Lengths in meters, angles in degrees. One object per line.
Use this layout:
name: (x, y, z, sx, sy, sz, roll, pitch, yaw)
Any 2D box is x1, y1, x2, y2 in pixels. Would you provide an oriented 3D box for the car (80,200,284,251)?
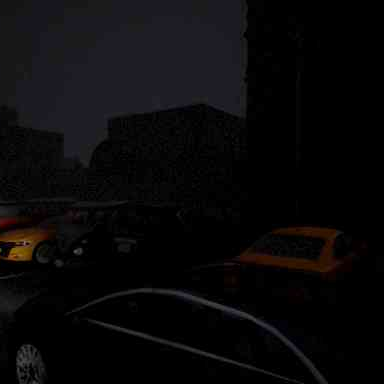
car: (0.202, 1.227, 8.843, 2.435, 2.045, 5.566, 0, 0, 35)

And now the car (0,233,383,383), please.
car: (0.046, 1.491, 3.345, 4.902, 1.511, 2.128, 0, 0, 35)

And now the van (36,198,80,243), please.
van: (-2.128, 1.251, 10.326, 1.878, 1.987, 4.442, 0, 0, 35)

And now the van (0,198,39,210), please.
van: (-6.484, 1.247, 13.717, 1.878, 1.987, 4.442, 0, 0, 35)

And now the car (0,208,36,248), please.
car: (-4.303, 1.474, 12.026, 2.097, 1.535, 5.008, 0, 0, 35)
